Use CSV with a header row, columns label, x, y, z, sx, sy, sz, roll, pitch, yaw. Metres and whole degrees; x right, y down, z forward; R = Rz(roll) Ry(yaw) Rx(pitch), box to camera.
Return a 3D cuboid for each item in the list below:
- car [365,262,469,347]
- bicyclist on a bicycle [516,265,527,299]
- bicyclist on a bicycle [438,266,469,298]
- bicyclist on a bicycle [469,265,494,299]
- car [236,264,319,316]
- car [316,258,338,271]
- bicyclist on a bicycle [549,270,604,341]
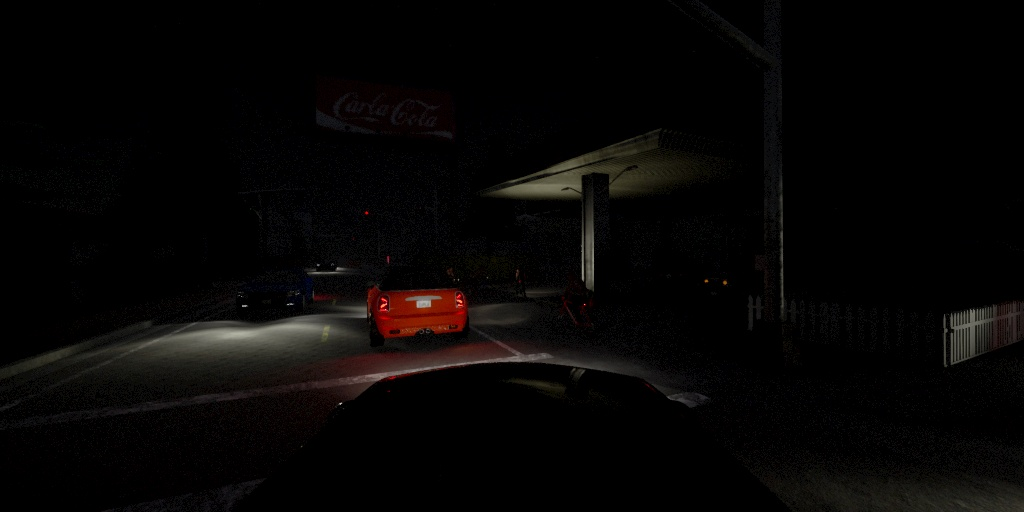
label,x,y,z,sx,sy,sz,roll,pitch,yaw
car,-2.672,1.022,9.438,2.097,1.767,4.553,0,0,-23
bicyclist on a bicycle,0.464,1.294,18.014,0.582,1.620,1.656,0,0,15
bicyclist on a bicycle,-2.924,1.267,16.453,1.656,1.620,0.582,1,0,36
bicyclist on a bicycle,-1.642,1.296,17.860,1.656,1.620,0.582,1,0,-22
car,-8.723,1.192,13.559,1.882,1.535,5.008,1,-1,-24
car,-24.188,1.106,46.702,2.097,1.767,4.553,0,0,-25
bicyclist on a bicycle,1.551,1.188,8.824,0.582,1.620,1.656,3,-2,-44
